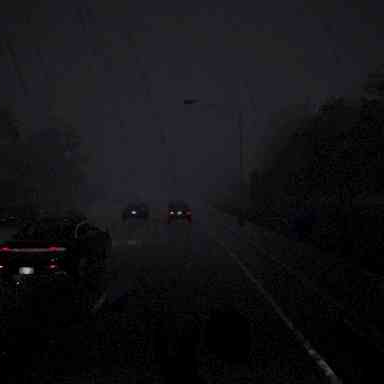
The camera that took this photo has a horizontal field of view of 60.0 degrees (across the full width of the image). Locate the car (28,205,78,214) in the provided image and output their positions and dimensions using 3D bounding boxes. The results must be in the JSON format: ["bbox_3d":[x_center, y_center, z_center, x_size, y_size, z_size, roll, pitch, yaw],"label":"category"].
[{"bbox_3d":[-7.848,1.559,20.115,1.994,1.385,4.181,0,0,-3],"label":"car"}]

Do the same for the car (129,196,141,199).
[{"bbox_3d":[-10.357,1.464,61.110,2.128,1.511,4.902,0,0,-3],"label":"car"}]

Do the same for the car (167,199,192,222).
[{"bbox_3d":[-1.002,1.534,26.160,2.033,1.411,5.357,0,0,-4],"label":"car"}]

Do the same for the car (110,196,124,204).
[{"bbox_3d":[-13.892,1.451,61.690,1.882,1.535,5.008,0,0,-3],"label":"car"}]

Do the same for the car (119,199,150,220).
[{"bbox_3d":[-4.608,1.552,27.743,1.994,1.385,4.181,0,0,-3],"label":"car"}]

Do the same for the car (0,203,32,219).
[{"bbox_3d":[-11.430,1.502,21.459,1.837,1.490,4.892,0,0,-3],"label":"car"}]

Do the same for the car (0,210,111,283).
[{"bbox_3d":[-3.665,1.490,9.641,2.128,1.511,4.902,0,0,-2],"label":"car"}]
